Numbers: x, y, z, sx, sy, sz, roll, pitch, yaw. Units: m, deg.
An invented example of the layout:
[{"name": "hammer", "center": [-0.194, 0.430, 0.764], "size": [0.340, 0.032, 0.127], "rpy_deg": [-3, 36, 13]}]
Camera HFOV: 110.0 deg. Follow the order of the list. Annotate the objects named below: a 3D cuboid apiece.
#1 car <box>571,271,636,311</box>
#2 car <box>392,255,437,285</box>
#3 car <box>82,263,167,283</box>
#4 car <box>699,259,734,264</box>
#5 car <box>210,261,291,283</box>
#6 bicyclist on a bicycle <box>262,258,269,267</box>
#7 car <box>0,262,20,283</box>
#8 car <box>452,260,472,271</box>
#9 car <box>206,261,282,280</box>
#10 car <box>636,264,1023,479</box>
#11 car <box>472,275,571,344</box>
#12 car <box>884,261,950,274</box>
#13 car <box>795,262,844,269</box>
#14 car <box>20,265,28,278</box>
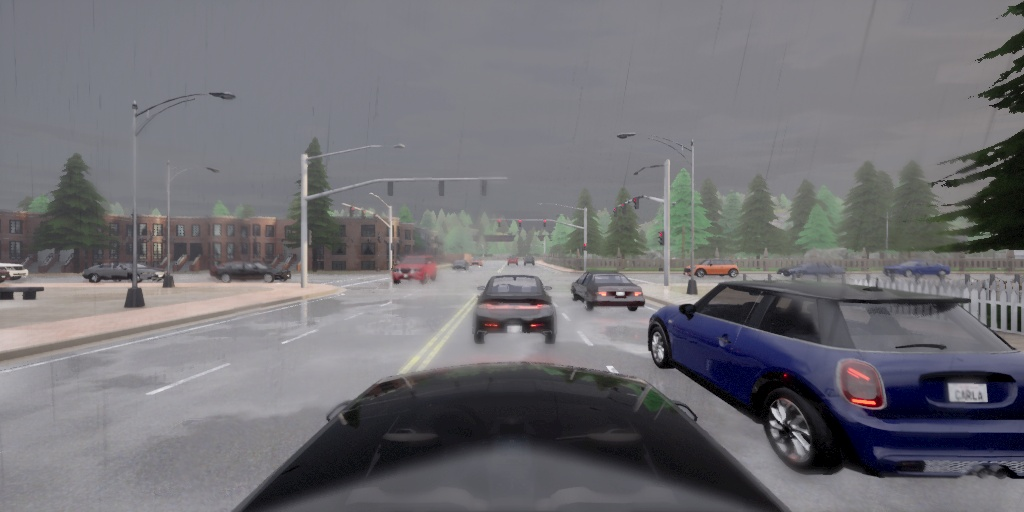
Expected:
[{"name": "car", "center": [3.606, 1.297, 14.376], "size": [2.033, 1.411, 5.357], "rpy_deg": [0, 0, 0]}, {"name": "car", "center": [-7.055, 0.971, 26.617], "size": [2.150, 2.045, 5.566], "rpy_deg": [0, 0, 0]}, {"name": "car", "center": [-29.007, 1.241, 26.946], "size": [4.902, 1.511, 2.128], "rpy_deg": [0, 0, -4]}, {"name": "car", "center": [18.764, 1.102, 33.963], "size": [4.553, 1.767, 2.097], "rpy_deg": [0, 0, 0]}, {"name": "car", "center": [-19.510, 1.228, 27.219], "size": [5.008, 1.535, 1.882], "rpy_deg": [0, 0, -1]}, {"name": "bicyclist on a bicycle", "center": [-28.748, 1.053, 41.670], "size": [0.582, 1.620, 1.656], "rpy_deg": [0, 0, -1]}, {"name": "car", "center": [-39.175, 1.228, 25.224], "size": [5.008, 1.535, 1.882], "rpy_deg": [0, 0, -18]}, {"name": "car", "center": [-7.012, 1.255, 49.256], "size": [1.837, 1.490, 4.892], "rpy_deg": [0, 0, 0]}, {"name": "car", "center": [-22.820, 1.228, 30.656], "size": [5.008, 1.535, 1.882], "rpy_deg": [0, 0, -1]}, {"name": "car", "center": [3.607, 1.102, 4.958], "size": [2.097, 1.767, 4.553], "rpy_deg": [0, 0, 0]}, {"name": "car", "center": [0.076, 1.242, 9.549], "size": [2.128, 1.511, 4.902], "rpy_deg": [0, 0, 1]}, {"name": "car", "center": [38.167, 1.228, 33.901], "size": [5.008, 1.535, 1.882], "rpy_deg": [0, 0, 0]}, {"name": "car", "center": [28.289, 1.297, 33.933], "size": [5.357, 1.411, 2.033], "rpy_deg": [0, 0, 1]}, {"name": "car", "center": [-42.179, 0.971, 27.894], "size": [5.566, 2.045, 2.150], "rpy_deg": [0, 0, -21]}]
